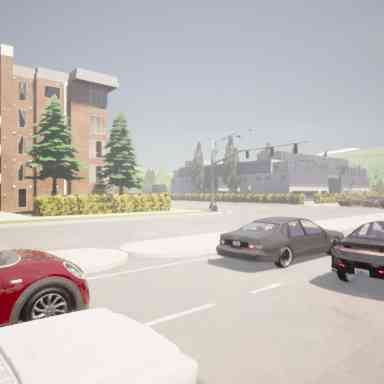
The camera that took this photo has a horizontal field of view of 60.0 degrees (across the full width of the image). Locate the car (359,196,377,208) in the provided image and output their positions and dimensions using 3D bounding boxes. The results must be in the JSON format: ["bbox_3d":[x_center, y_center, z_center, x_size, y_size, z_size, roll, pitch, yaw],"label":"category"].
[{"bbox_3d":[26.437,1.353,47.980,4.553,1.767,2.097,0,0,-41],"label":"car"}]

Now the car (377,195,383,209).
[{"bbox_3d":[27.010,1.221,43.835,5.566,2.045,2.150,0,0,-41],"label":"car"}]

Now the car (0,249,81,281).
[{"bbox_3d":[-3.962,1.352,5.087,4.553,1.767,2.097,0,0,-40],"label":"car"}]

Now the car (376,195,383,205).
[{"bbox_3d":[35.117,1.356,59.947,4.553,1.767,2.097,0,0,-40],"label":"car"}]

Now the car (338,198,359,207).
[{"bbox_3d":[24.429,1.601,51.064,4.718,1.301,1.895,0,0,-38],"label":"car"}]

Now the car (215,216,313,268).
[{"bbox_3d":[3.206,1.548,11.322,5.357,1.411,2.033,0,0,-40],"label":"car"}]

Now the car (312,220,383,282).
[{"bbox_3d":[5.456,1.491,8.640,4.902,1.511,2.128,0,0,-40],"label":"car"}]

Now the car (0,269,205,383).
[{"bbox_3d":[-2.143,1.601,2.038,4.718,1.301,1.895,0,0,-40],"label":"car"}]
